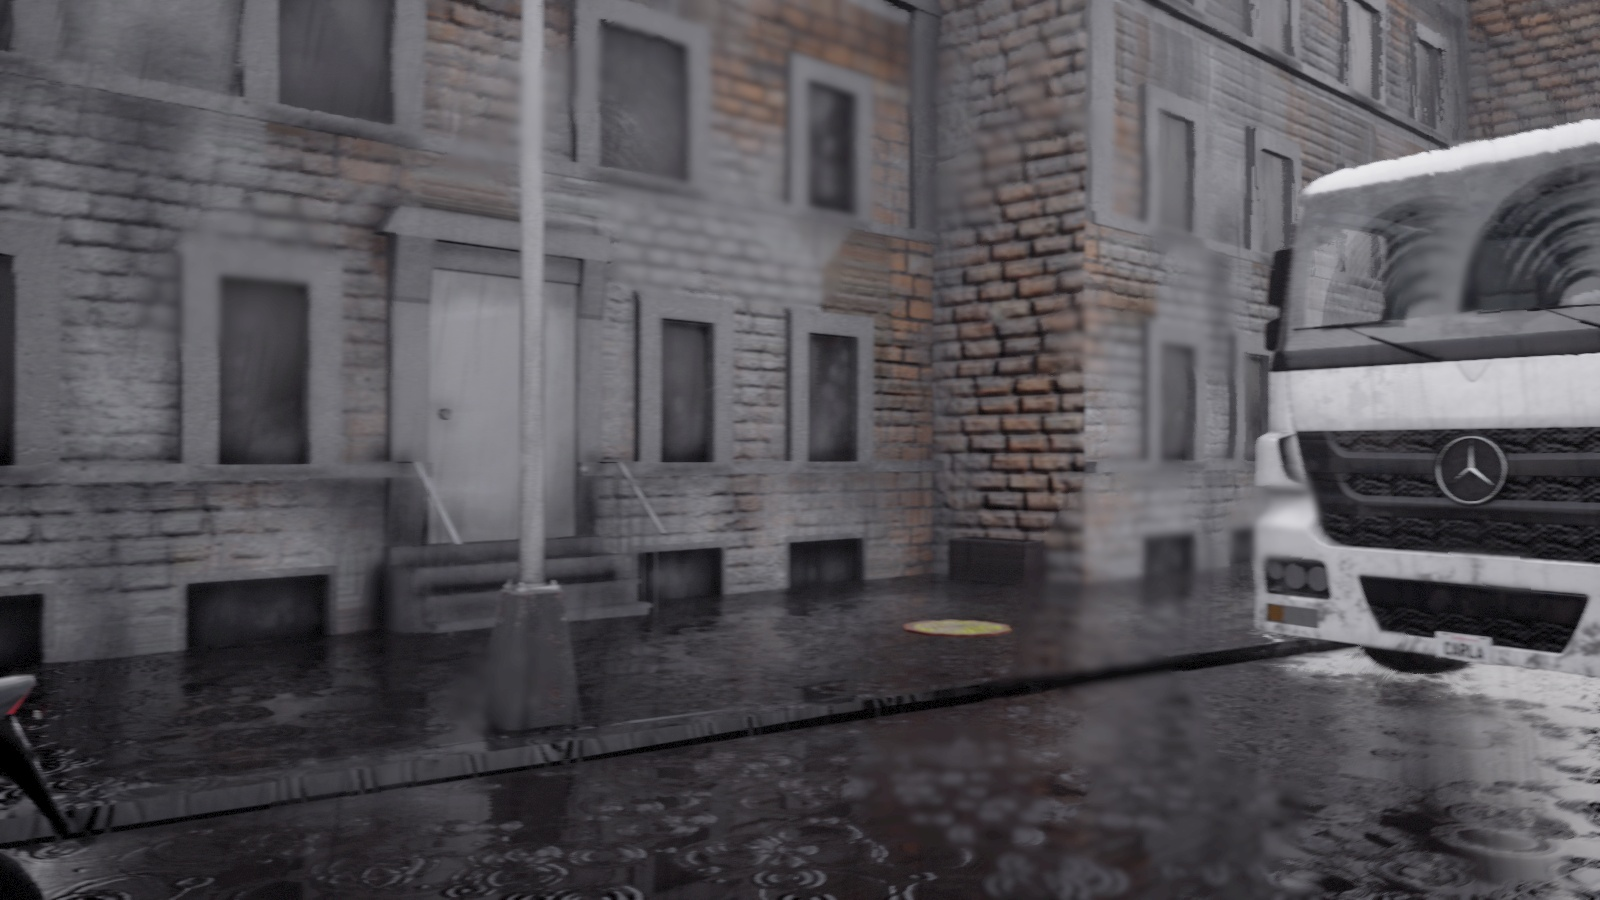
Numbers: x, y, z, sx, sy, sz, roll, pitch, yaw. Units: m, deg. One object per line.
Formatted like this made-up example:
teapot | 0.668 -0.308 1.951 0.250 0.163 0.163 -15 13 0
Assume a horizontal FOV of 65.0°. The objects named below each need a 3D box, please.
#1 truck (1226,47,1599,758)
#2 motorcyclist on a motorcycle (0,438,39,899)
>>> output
truck | 6.760 -0.229 8.952 7.936 3.462 2.891 0 0 -35
motorcyclist on a motorcycle | -2.676 0.738 2.400 2.044 1.523 0.797 0 0 -35
